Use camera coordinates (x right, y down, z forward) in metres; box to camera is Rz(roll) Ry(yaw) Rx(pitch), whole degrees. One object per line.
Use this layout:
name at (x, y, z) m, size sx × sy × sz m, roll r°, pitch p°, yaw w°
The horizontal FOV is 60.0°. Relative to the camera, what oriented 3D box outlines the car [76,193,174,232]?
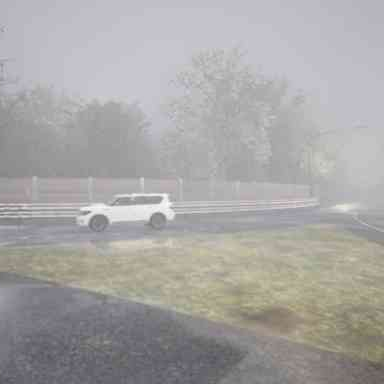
car at (-3.762, 1.104, 19.206) m, size 5.566 × 2.045 × 2.150 m, roll 0°, pitch 0°, yaw -25°
